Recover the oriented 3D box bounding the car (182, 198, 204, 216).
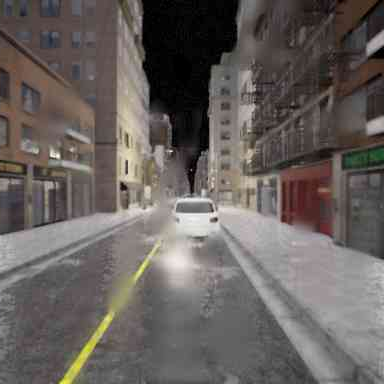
[{"bbox_3d":[0.115,1.518,34.846,2.097,1.767,4.553,0,0,0],"label":"car"}]

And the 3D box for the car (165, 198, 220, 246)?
[{"bbox_3d":[0.107,1.296,15.870,2.150,2.045,5.566,0,0,0],"label":"car"}]

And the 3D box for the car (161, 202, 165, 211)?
[{"bbox_3d":[-2.982,1.785,44.822,1.994,1.385,4.181,0,0,0],"label":"car"}]
